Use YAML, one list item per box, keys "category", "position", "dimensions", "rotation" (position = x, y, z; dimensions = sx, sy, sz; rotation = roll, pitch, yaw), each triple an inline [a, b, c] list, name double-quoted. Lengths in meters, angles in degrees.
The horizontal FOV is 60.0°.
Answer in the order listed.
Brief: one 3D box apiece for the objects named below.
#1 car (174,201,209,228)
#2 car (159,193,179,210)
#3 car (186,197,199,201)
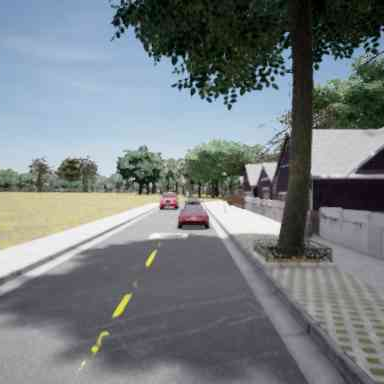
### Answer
- category: "car"
  position: [0.096, 1.531, 22.004]
  dimensions: [1.994, 1.385, 4.181]
  rotation: [0, 0, 0]
- category: "car"
  position: [-2.800, 1.120, 41.555]
  dimensions: [2.150, 2.045, 5.566]
  rotation: [0, 0, 0]
- category: "car"
  position: [0.085, 1.411, 39.632]
  dimensions: [1.837, 1.490, 4.892]
  rotation: [0, 0, 0]
